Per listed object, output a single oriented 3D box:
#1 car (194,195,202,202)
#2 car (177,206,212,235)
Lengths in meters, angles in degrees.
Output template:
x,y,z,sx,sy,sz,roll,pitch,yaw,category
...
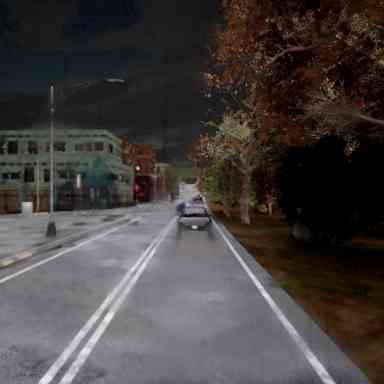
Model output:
x,y,z,sx,sy,sz,roll,pitch,yaw,category
1.547,1.502,84.104,2.097,1.767,4.553,0,0,2,car
0.147,1.574,19.269,2.128,1.511,4.902,0,0,0,car
